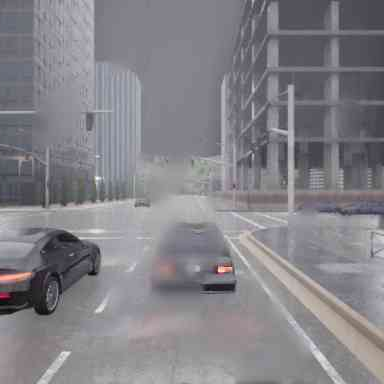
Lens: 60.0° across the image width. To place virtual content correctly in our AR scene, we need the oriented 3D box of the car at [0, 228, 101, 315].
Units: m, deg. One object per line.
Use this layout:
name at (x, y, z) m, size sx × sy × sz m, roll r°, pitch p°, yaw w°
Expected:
car at (-3.456, 1.526, 7.419) m, size 1.812 × 1.442 × 4.674 m, roll 0°, pitch 0°, yaw 0°

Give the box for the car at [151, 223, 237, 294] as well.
car at (0.051, 1.547, 8.937) m, size 2.033 × 1.411 × 5.357 m, roll 0°, pitch 0°, yaw 0°

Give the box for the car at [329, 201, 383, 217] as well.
car at (15.837, 1.492, 30.250) m, size 5.357 × 1.411 × 2.033 m, roll 0°, pitch 0°, yaw 0°

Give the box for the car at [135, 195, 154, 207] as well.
car at (-7.206, 1.564, 49.195) m, size 1.994 × 1.385 × 4.181 m, roll 0°, pitch 0°, yaw 0°

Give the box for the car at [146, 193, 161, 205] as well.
car at (-7.207, 1.222, 58.514) m, size 2.150 × 2.045 × 5.566 m, roll 0°, pitch 0°, yaw 0°

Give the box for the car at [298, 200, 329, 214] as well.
car at (12.969, 1.508, 33.733) m, size 4.181 × 1.385 × 1.994 m, roll 0°, pitch 0°, yaw 0°

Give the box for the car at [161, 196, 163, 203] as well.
car at (-7.155, 1.351, 69.139) m, size 2.097 × 1.767 × 4.553 m, roll 0°, pitch 0°, yaw 0°
